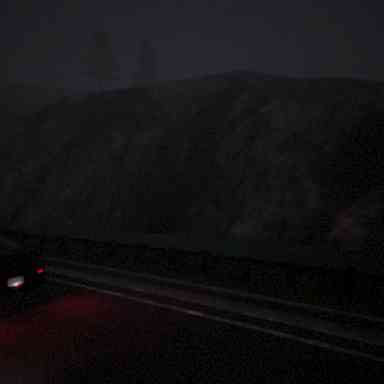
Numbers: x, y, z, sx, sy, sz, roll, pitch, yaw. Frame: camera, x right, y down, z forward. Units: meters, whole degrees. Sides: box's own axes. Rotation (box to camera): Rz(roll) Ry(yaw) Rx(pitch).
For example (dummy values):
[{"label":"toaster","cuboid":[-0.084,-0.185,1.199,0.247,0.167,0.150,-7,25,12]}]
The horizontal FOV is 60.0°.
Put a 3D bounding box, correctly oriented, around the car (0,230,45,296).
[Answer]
[{"label":"car","cuboid":[-5.199,1.485,7.366,4.674,1.442,1.812,0,0,32]}]
